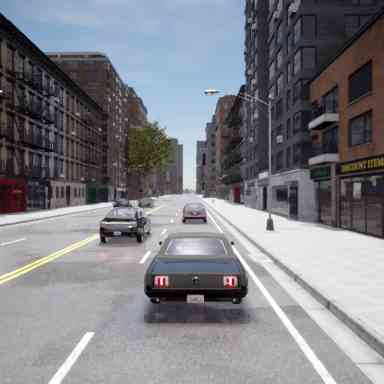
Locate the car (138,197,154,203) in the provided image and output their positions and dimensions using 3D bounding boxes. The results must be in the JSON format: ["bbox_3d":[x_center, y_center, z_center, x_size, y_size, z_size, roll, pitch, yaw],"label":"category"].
[{"bbox_3d":[-6.472,1.548,46.889,1.837,1.490,4.892,0,-1,0],"label":"car"}]

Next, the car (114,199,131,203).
[{"bbox_3d":[-9.726,1.605,46.571,1.994,1.385,4.181,0,0,0],"label":"car"}]

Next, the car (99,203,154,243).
[{"bbox_3d":[-3.110,1.497,16.151,2.128,1.511,4.902,0,0,-1],"label":"car"}]

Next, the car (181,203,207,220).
[{"bbox_3d":[0.164,1.560,25.863,2.033,1.411,5.357,0,0,-1],"label":"car"}]

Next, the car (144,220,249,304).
[{"bbox_3d":[0.111,1.602,8.101,1.895,1.301,4.718,0,0,1],"label":"car"}]
